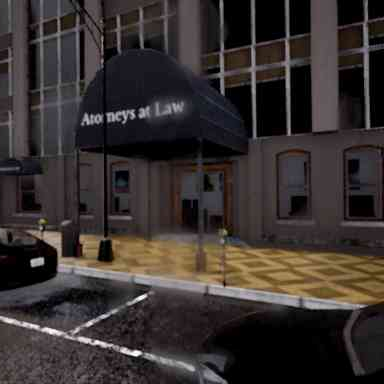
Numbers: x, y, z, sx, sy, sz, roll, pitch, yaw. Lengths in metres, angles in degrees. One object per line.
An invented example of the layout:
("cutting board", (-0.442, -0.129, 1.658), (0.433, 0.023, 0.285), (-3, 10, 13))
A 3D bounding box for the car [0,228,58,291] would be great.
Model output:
("car", (-5.214, 1.546, 8.096), (4.313, 1.339, 1.947), (0, -1, 26))

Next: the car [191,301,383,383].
("car", (2.241, 1.533, 2.503), (4.674, 1.442, 1.812), (0, 0, 26))
